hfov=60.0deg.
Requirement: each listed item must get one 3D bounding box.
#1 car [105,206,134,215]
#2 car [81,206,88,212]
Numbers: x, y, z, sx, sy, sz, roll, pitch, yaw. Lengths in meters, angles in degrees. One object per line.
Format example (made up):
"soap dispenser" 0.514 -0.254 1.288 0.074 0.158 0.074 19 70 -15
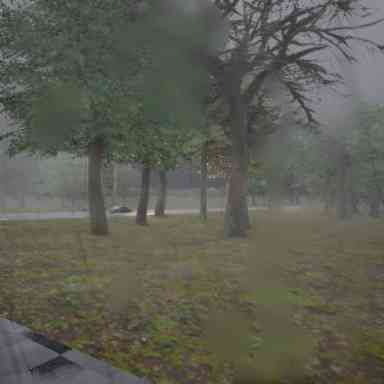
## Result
"car" -12.219 3.156 58.019 1.812 1.442 4.674 1 -1 36
"car" -18.222 2.883 61.656 2.097 1.767 4.553 1 -2 36
